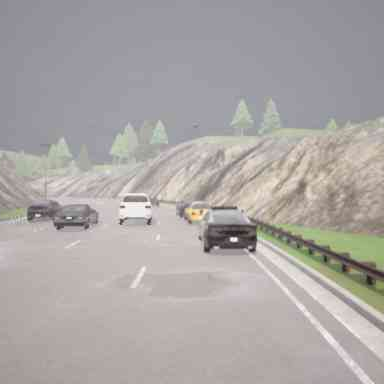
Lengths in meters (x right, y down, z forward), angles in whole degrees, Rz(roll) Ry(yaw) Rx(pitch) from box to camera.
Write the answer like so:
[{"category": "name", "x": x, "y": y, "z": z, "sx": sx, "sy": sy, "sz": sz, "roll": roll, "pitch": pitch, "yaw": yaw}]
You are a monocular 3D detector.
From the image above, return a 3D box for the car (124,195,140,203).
[{"category": "car", "x": -11.505, "y": 1.376, "z": 63.482, "sx": 1.994, "sy": 1.385, "sz": 4.181, "roll": 0, "pitch": 0, "yaw": -26}]

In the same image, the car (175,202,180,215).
[{"category": "car", "x": -0.347, "y": 1.417, "z": 29.880, "sx": 1.837, "sy": 1.490, "sz": 4.892, "roll": 0, "pitch": 0, "yaw": -9}]

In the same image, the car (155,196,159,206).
[{"category": "car", "x": -6.196, "y": 1.345, "z": 49.632, "sx": 2.128, "sy": 1.511, "sz": 4.902, "roll": 0, "pitch": 0, "yaw": -19}]

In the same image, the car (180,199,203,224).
[{"category": "car", "x": 0.478, "y": 1.385, "z": 24.003, "sx": 1.801, "sy": 1.575, "sz": 5.366, "roll": 0, "pitch": 0, "yaw": -7}]

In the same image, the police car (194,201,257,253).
[{"category": "police car", "x": 1.302, "y": 1.384, "z": 13.750, "sx": 1.930, "sy": 1.638, "sz": 5.238, "roll": 0, "pitch": 0, "yaw": -2}]

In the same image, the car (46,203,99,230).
[{"category": "car", "x": -7.091, "y": 1.485, "z": 20.781, "sx": 2.033, "sy": 1.411, "sz": 5.357, "roll": 0, "pitch": 0, "yaw": -7}]

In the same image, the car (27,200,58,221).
[{"category": "car", "x": -11.472, "y": 1.426, "z": 26.371, "sx": 1.837, "sy": 1.490, "sz": 4.892, "roll": 0, "pitch": 0, "yaw": -8}]

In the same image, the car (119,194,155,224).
[{"category": "car", "x": -3.998, "y": 1.148, "z": 23.979, "sx": 2.150, "sy": 2.045, "sz": 5.566, "roll": 0, "pitch": 0, "yaw": -8}]

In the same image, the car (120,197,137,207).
[{"category": "car", "x": -9.238, "y": 1.458, "z": 48.052, "sx": 1.895, "sy": 1.301, "sz": 4.718, "roll": 0, "pitch": 0, "yaw": -18}]
